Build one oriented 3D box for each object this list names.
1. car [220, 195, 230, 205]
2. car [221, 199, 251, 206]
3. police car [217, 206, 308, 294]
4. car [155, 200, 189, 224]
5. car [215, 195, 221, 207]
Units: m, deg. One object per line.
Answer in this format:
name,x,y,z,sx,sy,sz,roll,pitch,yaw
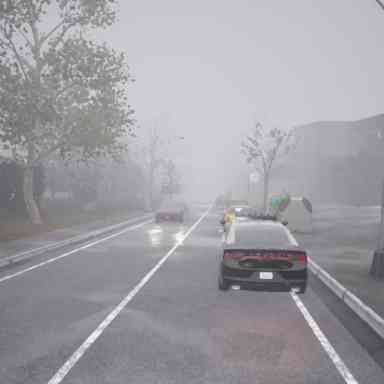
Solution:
car,3.376,1.278,24.893,2.097,1.767,4.553,1,0,6
car,2.771,1.406,19.117,1.801,1.575,5.366,1,0,6
police car,1.716,1.414,9.045,1.930,1.638,5.238,1,0,6
car,-1.325,1.365,23.811,1.882,1.535,5.008,1,0,6
car,4.464,1.166,48.046,2.097,1.767,4.553,0,0,3
